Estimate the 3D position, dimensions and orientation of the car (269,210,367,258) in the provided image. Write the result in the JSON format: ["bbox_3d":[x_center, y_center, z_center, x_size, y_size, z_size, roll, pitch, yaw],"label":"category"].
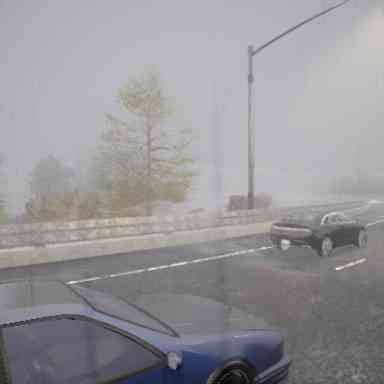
[{"bbox_3d":[4.940,1.442,12.695,4.902,1.511,2.128,0,0,-41],"label":"car"}]

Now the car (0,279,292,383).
[{"bbox_3d":[-1.513,1.548,2.768,5.357,1.411,2.033,0,0,-36],"label":"car"}]
